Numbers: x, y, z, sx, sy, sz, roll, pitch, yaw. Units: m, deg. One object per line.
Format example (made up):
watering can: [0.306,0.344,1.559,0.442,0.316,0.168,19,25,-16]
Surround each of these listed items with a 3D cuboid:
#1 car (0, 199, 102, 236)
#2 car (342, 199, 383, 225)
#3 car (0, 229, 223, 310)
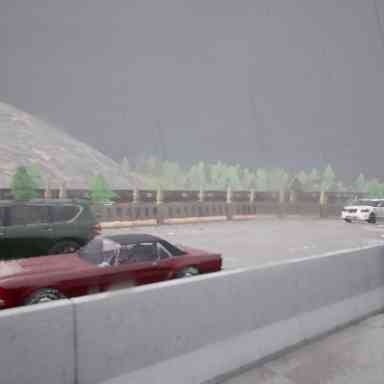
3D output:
car: [-5.195,1.223,8.885,5.566,2.045,2.150,0,0,-36]
car: [14.657,1.568,27.343,5.566,2.045,2.150,4,-2,-35]
car: [-1.692,1.609,7.085,4.718,1.301,1.895,0,0,-36]
